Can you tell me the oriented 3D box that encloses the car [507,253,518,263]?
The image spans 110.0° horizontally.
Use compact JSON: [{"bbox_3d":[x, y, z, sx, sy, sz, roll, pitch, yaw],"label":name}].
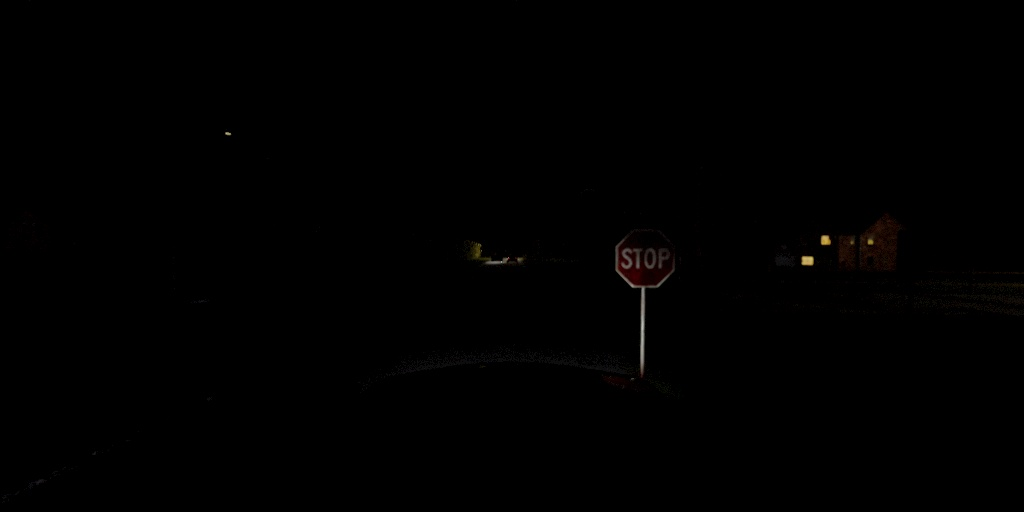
[{"bbox_3d":[0.058,0.397,61.256,2.033,1.411,5.357,0,1,0],"label":"car"}]
